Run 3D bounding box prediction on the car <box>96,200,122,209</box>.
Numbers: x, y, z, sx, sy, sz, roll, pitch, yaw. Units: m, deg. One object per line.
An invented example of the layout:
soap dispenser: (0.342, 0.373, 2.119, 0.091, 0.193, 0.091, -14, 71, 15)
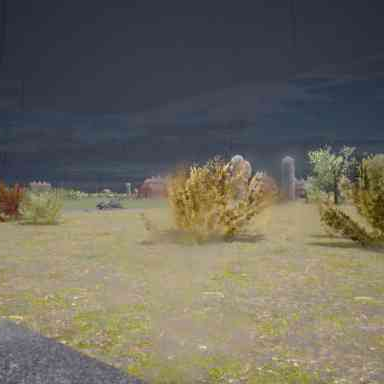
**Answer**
car: (-13.001, 2.008, 52.334, 1.994, 1.385, 4.181, -1, -1, 36)
